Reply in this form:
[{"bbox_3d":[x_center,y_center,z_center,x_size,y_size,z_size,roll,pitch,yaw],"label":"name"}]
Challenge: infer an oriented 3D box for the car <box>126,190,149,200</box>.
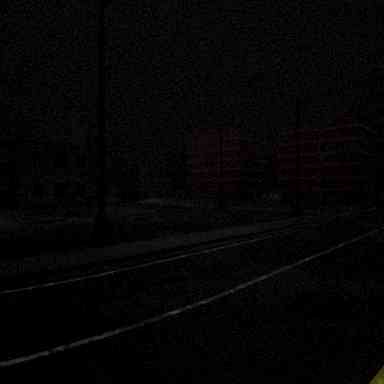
[{"bbox_3d":[-11.072,0.545,67.368,5.566,2.045,2.150,1,1,41],"label":"car"}]
